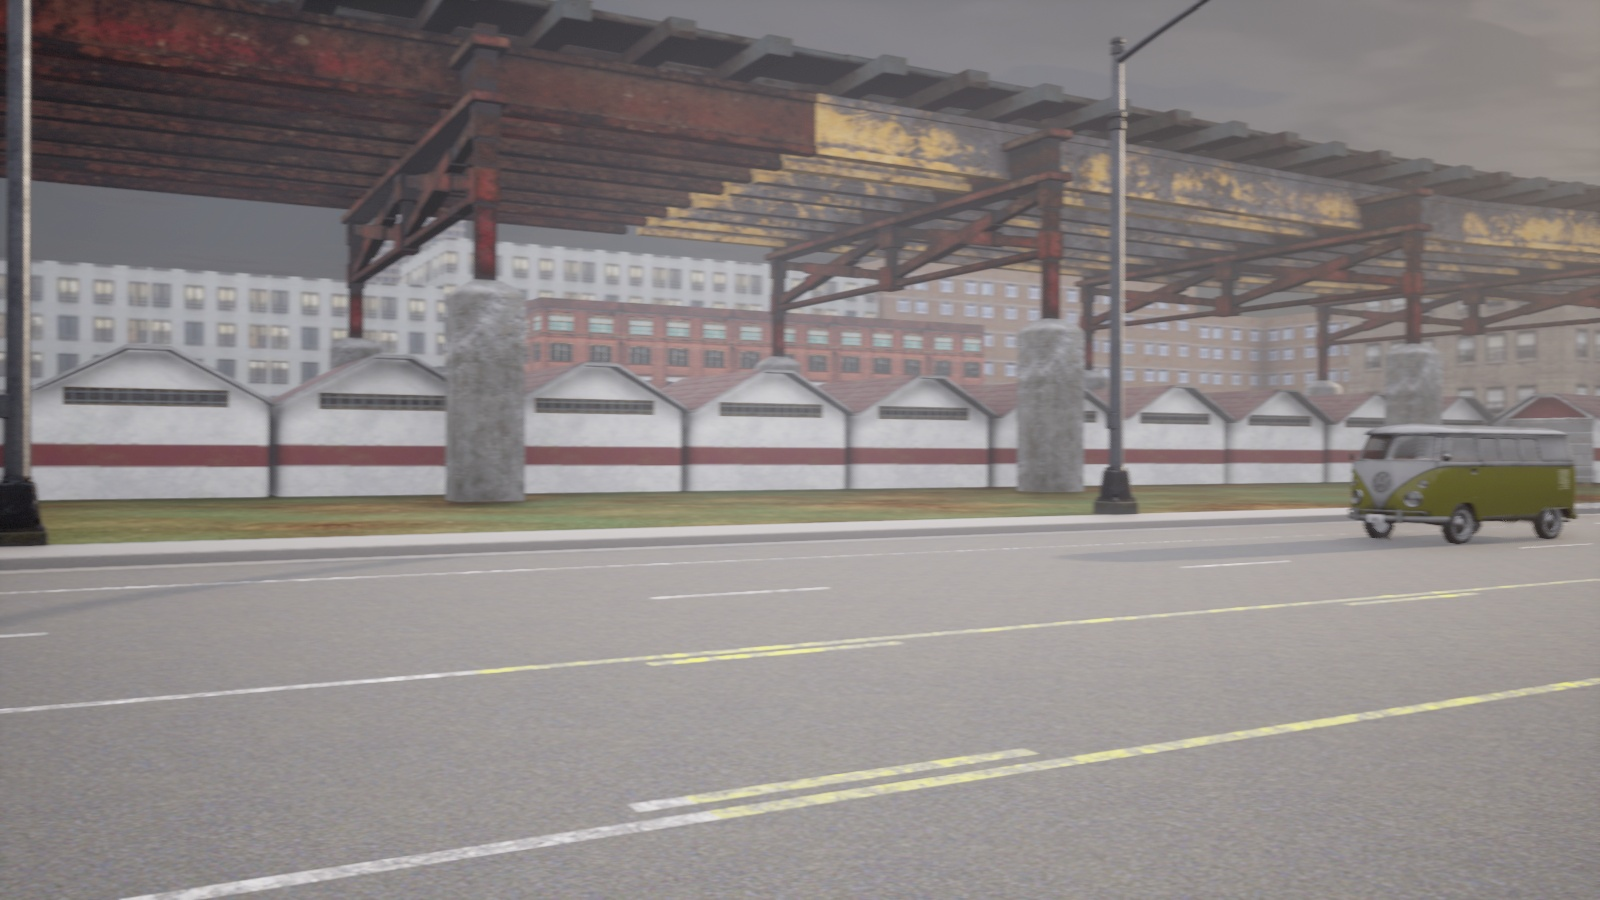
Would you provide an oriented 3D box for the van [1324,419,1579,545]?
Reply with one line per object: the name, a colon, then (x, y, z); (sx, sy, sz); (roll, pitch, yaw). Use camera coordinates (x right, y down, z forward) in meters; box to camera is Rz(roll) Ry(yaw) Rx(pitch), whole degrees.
van: (11.344, 0.510, 21.802); (4.442, 1.987, 1.775); (0, 0, -29)
